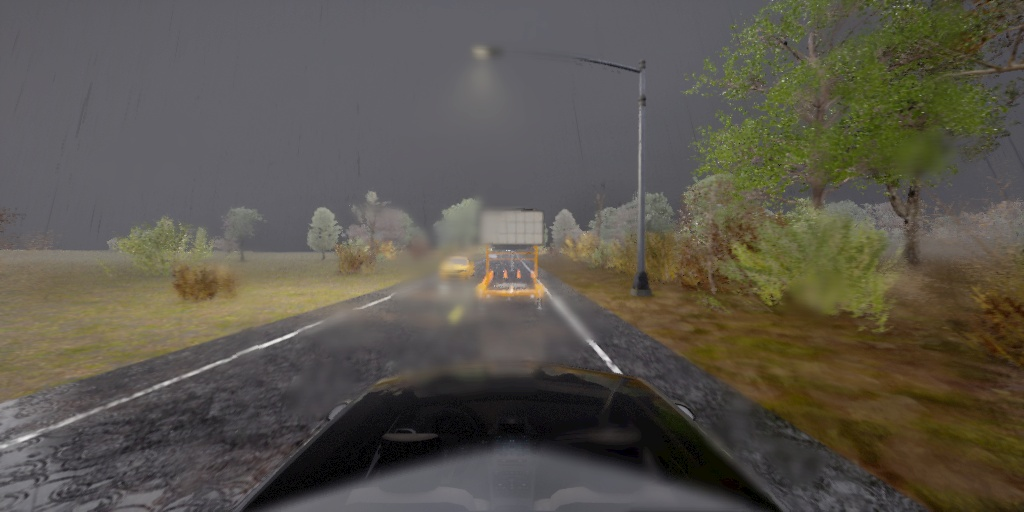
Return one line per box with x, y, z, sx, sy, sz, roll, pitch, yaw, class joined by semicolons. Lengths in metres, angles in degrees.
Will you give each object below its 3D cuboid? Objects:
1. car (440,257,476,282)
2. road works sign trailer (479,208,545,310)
-3.595;0.842;24.570;1.882;1.535;5.008;0;1;0;car
0.000;0.017;13.544;2.380;3.560;2.880;0;0;0;road works sign trailer
